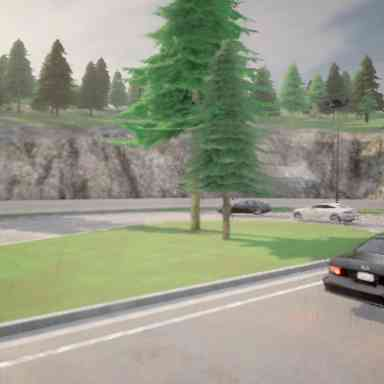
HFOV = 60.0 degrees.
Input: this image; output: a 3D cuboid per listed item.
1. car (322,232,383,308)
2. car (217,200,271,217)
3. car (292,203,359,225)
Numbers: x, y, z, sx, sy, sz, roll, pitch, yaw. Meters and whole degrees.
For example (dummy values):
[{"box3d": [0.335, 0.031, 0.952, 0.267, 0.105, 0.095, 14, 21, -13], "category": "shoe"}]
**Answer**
[{"box3d": [5.096, 1.544, 7.345, 5.357, 1.411, 2.033, 0, 0, -36], "category": "car"}, {"box3d": [4.720, 1.442, 30.402, 4.902, 1.511, 2.128, 0, 0, 12], "category": "car"}, {"box3d": [9.608, 1.501, 24.257, 1.812, 1.442, 4.674, 1, 0, -41], "category": "car"}]
